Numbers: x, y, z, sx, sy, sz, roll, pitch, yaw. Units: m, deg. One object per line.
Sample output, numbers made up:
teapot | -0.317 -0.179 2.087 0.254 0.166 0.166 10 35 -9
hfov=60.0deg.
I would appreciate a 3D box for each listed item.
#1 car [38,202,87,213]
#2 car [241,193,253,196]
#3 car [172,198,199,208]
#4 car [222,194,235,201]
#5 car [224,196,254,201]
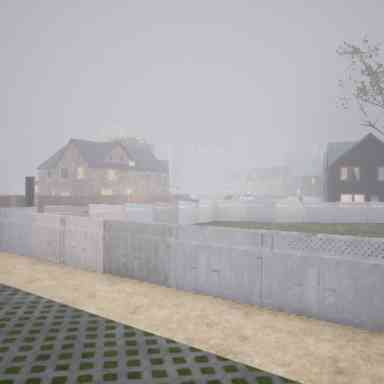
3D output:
car | -9.767 1.499 25.433 2.033 1.411 5.357 2 1 37
car | 9.665 1.234 59.235 2.150 2.045 5.566 1 0 3
car | -0.567 1.443 37.960 2.128 1.511 4.902 2 1 33
car | 5.870 1.137 51.798 1.837 1.490 4.892 1 0 13
car | 6.364 1.597 44.418 2.033 1.411 5.357 1 0 22
